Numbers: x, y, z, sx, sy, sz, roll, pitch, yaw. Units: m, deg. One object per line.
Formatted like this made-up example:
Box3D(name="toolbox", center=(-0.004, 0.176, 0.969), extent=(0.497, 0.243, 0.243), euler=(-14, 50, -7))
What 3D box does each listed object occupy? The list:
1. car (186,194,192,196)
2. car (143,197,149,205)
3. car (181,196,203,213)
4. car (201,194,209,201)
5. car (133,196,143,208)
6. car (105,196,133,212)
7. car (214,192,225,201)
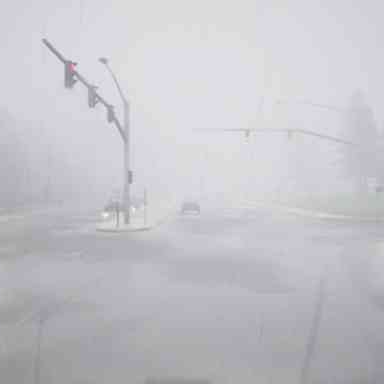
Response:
Box3D(name="car", center=(-0.737, 1.256, 76.147), extent=(1.837, 1.490, 4.892), euler=(0, 0, -1))
Box3D(name="car", center=(-8.464, 1.422, 56.033), extent=(1.895, 1.301, 4.718), euler=(0, 0, 0))
Box3D(name="car", center=(-0.118, 1.413, 35.104), extent=(1.812, 1.442, 4.674), euler=(0, 0, -1))
Box3D(name="car", center=(2.762, 1.280, 76.208), extent=(1.812, 1.442, 4.674), euler=(0, 0, -1))
Box3D(name="car", center=(-8.369, 1.357, 46.089), extent=(1.837, 1.490, 4.892), euler=(0, 0, -1))
Box3D(name="car", center=(-8.245, 1.233, 37.054), extent=(2.097, 1.767, 4.553), euler=(0, 0, -1))
Box3D(name="car", center=(6.262, 0.981, 76.213), extent=(2.150, 2.045, 5.566), euler=(0, 0, -1))
